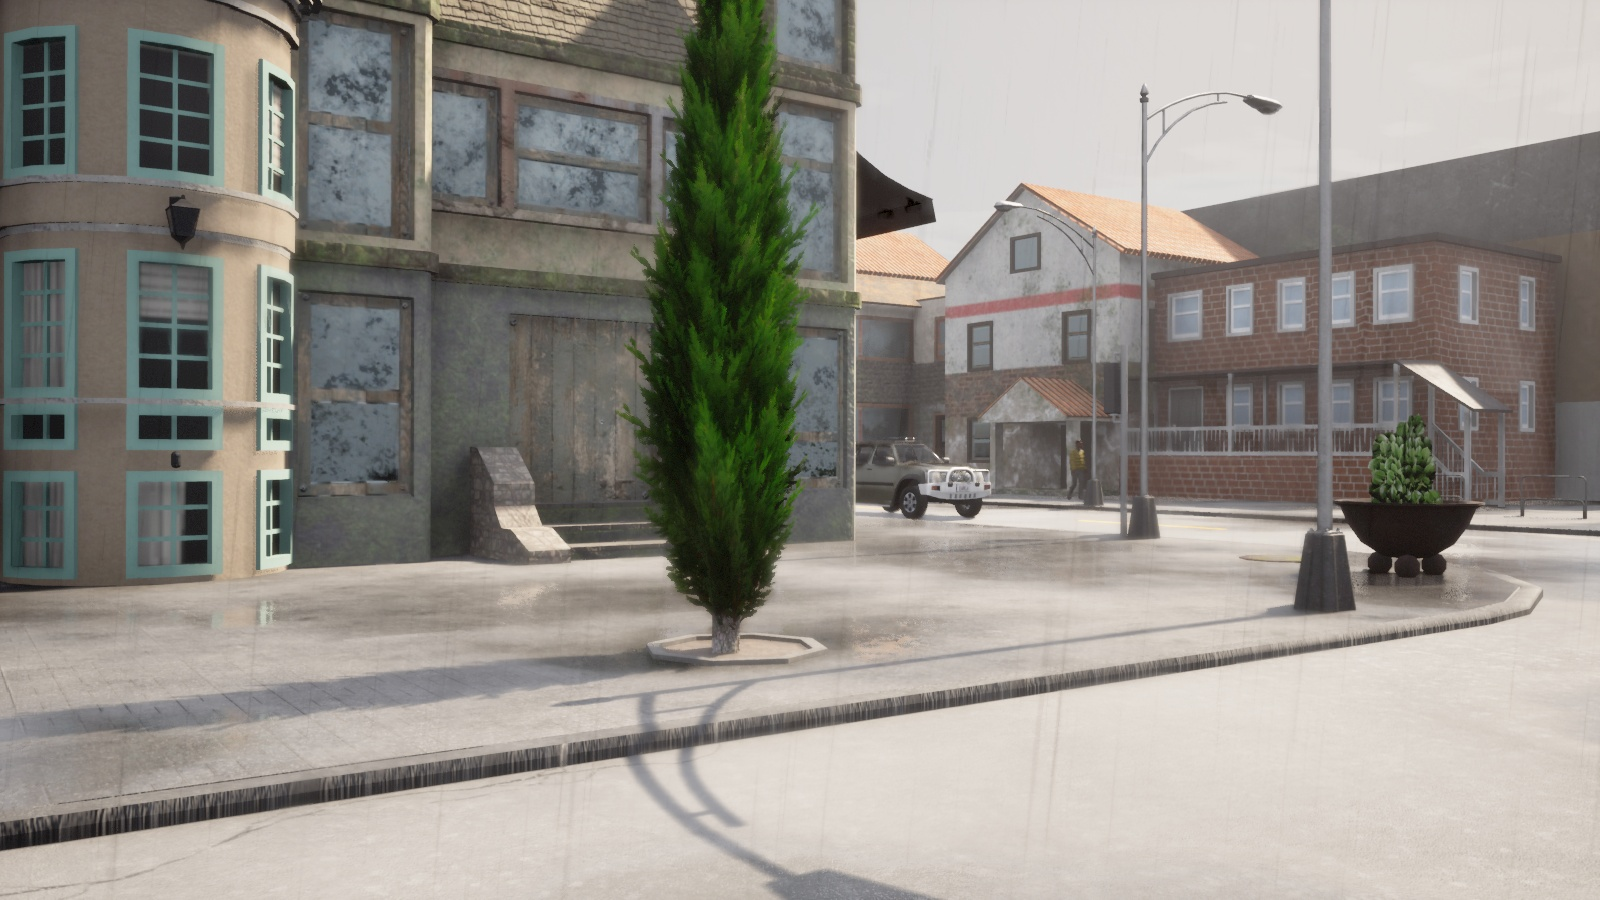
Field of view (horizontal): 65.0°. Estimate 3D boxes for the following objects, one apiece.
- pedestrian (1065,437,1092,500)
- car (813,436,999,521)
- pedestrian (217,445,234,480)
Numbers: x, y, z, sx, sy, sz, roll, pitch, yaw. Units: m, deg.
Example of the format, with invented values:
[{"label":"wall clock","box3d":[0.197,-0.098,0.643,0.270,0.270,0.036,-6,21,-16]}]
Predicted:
[{"label":"pedestrian","box3d":[8.231,0.528,37.115,0.431,1.840,0.709,0,0,-22]},{"label":"car","box3d":[2.406,0.629,29.817,1.932,1.855,4.605,0,0,-34]},{"label":"pedestrian","box3d":[-30.682,0.678,67.048,0.634,1.844,0.899,0,0,-37]}]
